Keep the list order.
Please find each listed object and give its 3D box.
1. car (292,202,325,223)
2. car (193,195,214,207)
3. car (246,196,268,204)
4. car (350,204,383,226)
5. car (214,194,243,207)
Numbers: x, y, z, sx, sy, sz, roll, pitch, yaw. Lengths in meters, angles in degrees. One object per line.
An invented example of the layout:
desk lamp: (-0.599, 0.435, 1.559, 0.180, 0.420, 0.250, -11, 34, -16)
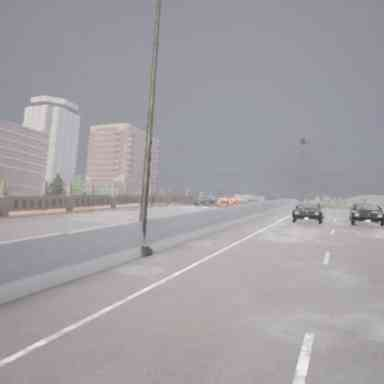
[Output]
car: (8.296, 1.390, 23.389, 1.895, 1.301, 4.718, 1, 1, 24)
car: (1.788, 1.118, 43.280, 1.837, 1.490, 4.892, 1, -1, 25)
car: (7.877, 1.189, 39.773, 1.812, 1.442, 4.674, 1, -1, 25)
car: (11.498, 1.419, 21.975, 1.895, 1.301, 4.718, 1, 1, 24)
car: (4.802, 0.988, 41.460, 2.097, 1.767, 4.553, 1, 0, 25)
